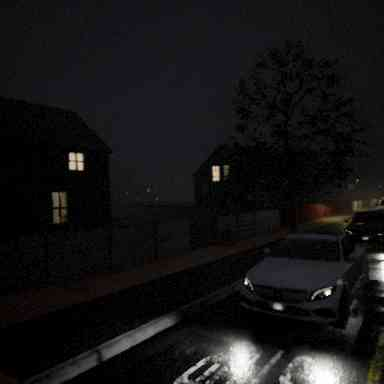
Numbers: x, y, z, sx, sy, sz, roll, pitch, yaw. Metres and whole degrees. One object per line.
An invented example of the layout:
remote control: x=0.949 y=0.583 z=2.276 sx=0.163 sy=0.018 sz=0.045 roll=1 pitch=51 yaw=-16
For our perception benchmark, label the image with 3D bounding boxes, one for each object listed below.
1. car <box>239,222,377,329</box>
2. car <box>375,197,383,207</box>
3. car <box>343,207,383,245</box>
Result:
car: x=2.751 y=1.638 z=7.459 sx=1.812 sy=1.442 sz=4.674 roll=-2 pitch=-2 yaw=35
car: x=16.174 y=1.429 z=26.739 sx=2.150 sy=2.045 sz=5.566 roll=-2 pitch=-1 yaw=35
car: x=8.482 y=1.660 z=15.696 sx=1.837 sy=1.490 sz=4.892 roll=-2 pitch=-1 yaw=34
